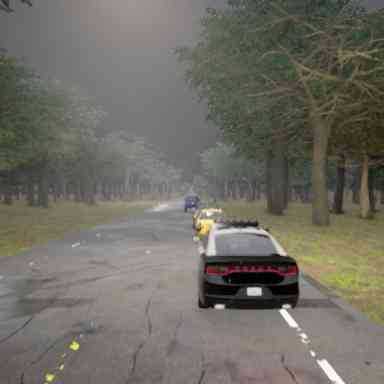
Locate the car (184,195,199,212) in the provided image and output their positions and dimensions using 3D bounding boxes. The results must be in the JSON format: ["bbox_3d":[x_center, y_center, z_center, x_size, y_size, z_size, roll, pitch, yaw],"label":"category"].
[{"bbox_3d":[0.070,1.547,44.837,2.150,2.045,5.566,0,0,0],"label":"car"}]

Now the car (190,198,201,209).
[{"bbox_3d":[1.080,1.550,24.070,2.097,1.767,4.553,0,0,0],"label":"car"}]

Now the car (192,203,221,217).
[{"bbox_3d":[1.073,1.612,18.288,1.801,1.575,5.366,0,0,0],"label":"car"}]

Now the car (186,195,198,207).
[{"bbox_3d":[0.080,1.630,63.104,2.150,2.045,5.566,0,0,0],"label":"car"}]

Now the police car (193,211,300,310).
[{"bbox_3d":[1.060,1.500,8.207,1.930,1.638,5.238,0,-1,0],"label":"police car"}]
